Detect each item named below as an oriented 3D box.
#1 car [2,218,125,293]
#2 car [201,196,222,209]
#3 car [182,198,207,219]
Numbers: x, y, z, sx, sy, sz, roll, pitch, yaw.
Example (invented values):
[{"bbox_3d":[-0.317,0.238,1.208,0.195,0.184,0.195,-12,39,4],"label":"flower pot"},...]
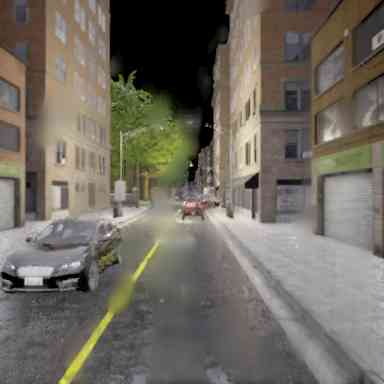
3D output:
[{"bbox_3d":[-3.103,1.491,8.973,2.128,1.511,4.902,0,0,0],"label":"car"},{"bbox_3d":[2.518,1.349,46.399,2.097,1.767,4.553,1,0,26],"label":"car"},{"bbox_3d":[0.088,1.522,28.631,1.812,1.442,4.674,0,0,0],"label":"car"}]
